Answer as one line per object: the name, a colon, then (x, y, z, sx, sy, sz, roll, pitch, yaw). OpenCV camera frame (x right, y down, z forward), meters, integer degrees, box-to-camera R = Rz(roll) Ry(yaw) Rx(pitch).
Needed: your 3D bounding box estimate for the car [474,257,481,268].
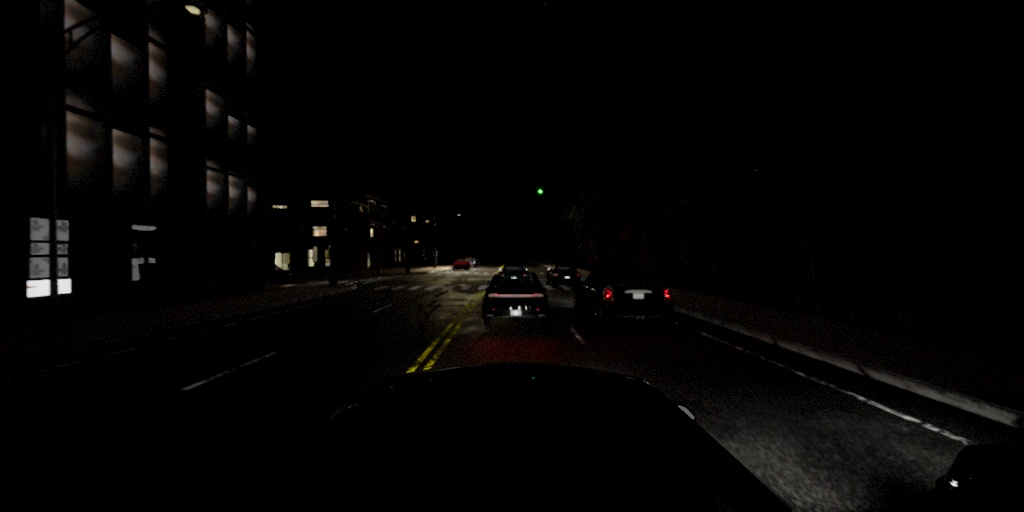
car: (-6.646, 0.974, 57.093, 2.097, 1.767, 4.553, 0, 0, 0)

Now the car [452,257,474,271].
car: (-6.632, 1.121, 47.297, 1.882, 1.535, 5.008, 0, 0, 0)

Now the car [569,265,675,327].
car: (3.349, 1.077, 11.606, 2.097, 1.767, 4.553, 0, 0, 0)

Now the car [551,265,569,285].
car: (3.349, 1.262, 23.733, 1.994, 1.385, 4.181, 0, 0, 0)

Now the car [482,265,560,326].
car: (0.100, 1.219, 11.538, 2.128, 1.511, 4.902, 0, 0, 0)

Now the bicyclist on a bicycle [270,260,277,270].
bicyclist on a bicycle: (-24.972, 1.260, 37.497, 0.582, 1.620, 1.656, -1, 1, -1)

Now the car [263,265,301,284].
car: (-19.733, 1.463, 28.879, 5.008, 1.535, 1.882, -1, 1, 0)
